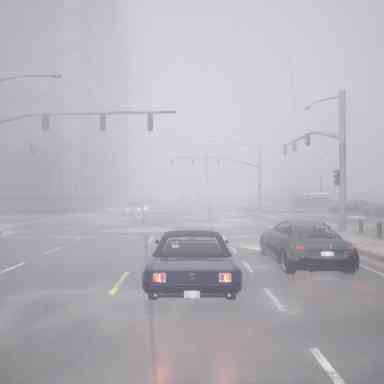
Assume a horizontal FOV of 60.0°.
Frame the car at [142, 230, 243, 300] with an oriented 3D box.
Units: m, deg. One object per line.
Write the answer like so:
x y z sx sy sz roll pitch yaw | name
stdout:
-0.004 1.601 8.350 1.895 1.301 4.718 0 0 0 | car

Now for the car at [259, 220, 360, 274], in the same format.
3.470 1.564 10.579 1.994 1.385 4.181 0 0 -1 | car

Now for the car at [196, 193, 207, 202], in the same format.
2.161 1.215 76.415 2.150 2.045 5.566 0 0 -1 | car

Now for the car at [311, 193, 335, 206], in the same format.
24.187 1.451 60.050 3.806 1.475 1.970 0 0 0 | car

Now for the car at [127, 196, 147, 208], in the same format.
-8.025 1.505 47.685 1.837 1.490 4.892 0 0 -1 | car

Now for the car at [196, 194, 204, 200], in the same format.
2.014 1.386 86.806 1.812 1.442 4.674 0 0 -1 | car

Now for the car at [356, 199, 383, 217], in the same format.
18.098 1.619 31.053 4.181 1.385 1.994 0 0 -1 | car

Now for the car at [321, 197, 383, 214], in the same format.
16.544 1.547 34.537 4.902 1.511 2.128 0 0 -1 | car

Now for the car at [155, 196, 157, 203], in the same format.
-8.225 1.352 66.801 2.097 1.767 4.553 0 0 0 | car

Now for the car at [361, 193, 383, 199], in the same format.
39.119 1.208 71.285 4.605 1.855 1.932 0 0 0 | car

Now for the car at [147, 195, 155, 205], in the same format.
-8.150 1.491 57.038 2.128 1.511 4.902 0 0 -1 | car

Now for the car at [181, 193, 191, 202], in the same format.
-1.339 1.215 76.366 2.150 2.045 5.566 0 0 -1 | car

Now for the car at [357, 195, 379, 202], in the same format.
39.163 1.419 74.182 3.905 1.438 1.784 0 0 0 | car

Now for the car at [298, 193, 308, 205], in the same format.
24.097 1.209 65.628 4.605 1.855 1.932 0 0 0 | car

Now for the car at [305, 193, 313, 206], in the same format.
24.167 1.419 62.945 3.905 1.438 1.784 0 0 0 | car
